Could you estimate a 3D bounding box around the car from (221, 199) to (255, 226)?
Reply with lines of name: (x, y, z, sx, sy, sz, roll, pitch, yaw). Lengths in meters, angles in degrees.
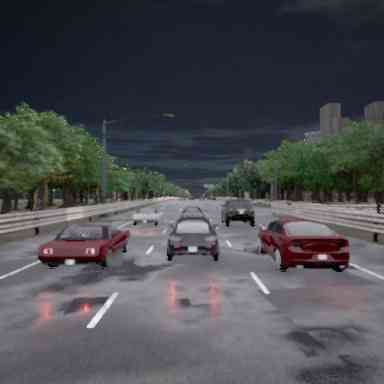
car: (3.530, 1.544, 26.192, 2.150, 2.045, 5.566, 0, 0, 0)

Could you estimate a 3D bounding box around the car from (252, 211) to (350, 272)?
car: (3.534, 1.623, 11.406, 1.882, 1.535, 5.008, 0, -1, 1)

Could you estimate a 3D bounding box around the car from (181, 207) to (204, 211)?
car: (0.044, 1.899, 27.436, 1.994, 1.385, 4.181, 0, 0, 0)

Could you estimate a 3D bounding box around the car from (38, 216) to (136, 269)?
car: (-3.462, 1.750, 11.724, 1.895, 1.301, 4.718, 0, -1, 0)

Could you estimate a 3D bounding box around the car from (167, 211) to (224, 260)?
car: (0.048, 1.690, 13.000, 1.812, 1.442, 4.674, 0, 0, 1)

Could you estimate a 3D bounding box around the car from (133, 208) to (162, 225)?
car: (-3.464, 1.927, 26.714, 1.895, 1.301, 4.718, 0, -1, 0)
